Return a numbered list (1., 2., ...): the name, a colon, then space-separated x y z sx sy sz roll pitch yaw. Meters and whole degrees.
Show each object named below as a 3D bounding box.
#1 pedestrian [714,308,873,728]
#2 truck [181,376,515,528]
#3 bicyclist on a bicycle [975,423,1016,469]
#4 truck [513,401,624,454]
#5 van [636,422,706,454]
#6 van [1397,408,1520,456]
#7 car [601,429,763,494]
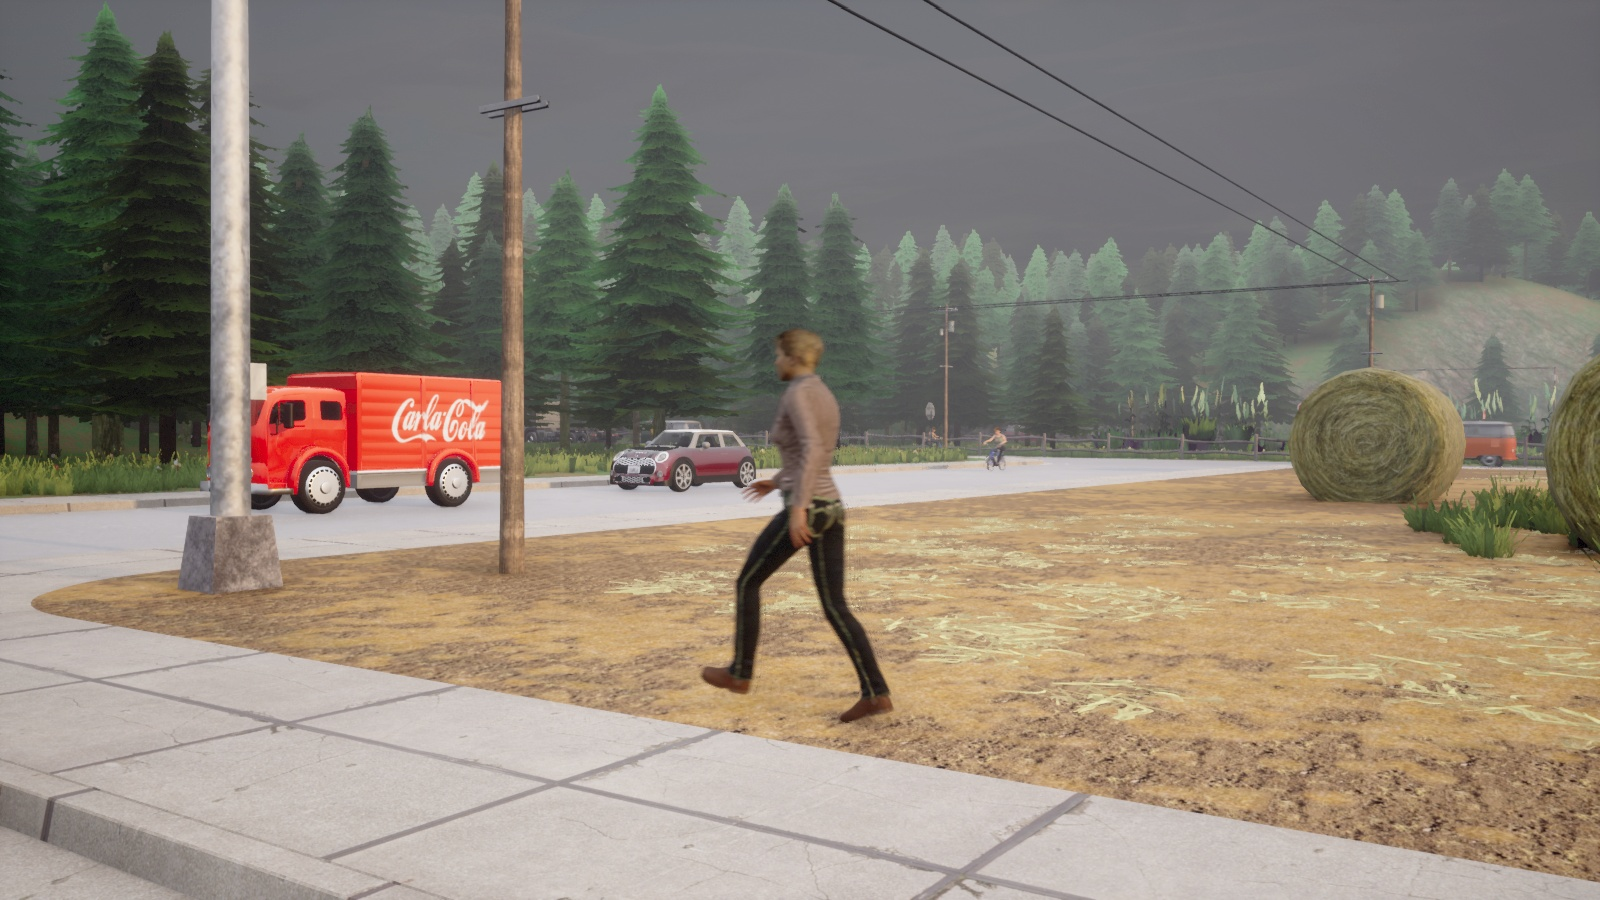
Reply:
1. pedestrian: -0.032 0.298 5.824 0.634 1.846 0.331 0 1 32
2. truck: -8.142 -0.019 23.156 2.627 2.467 5.204 0 1 35
3. bicyclist on a bicycle: 7.039 -0.153 45.156 0.866 1.612 1.509 0 1 34
4. truck: -16.091 -1.525 87.022 7.936 3.462 2.891 0 1 36
5. van: -8.396 -0.790 81.489 4.442 1.987 1.775 0 1 36
6. van: 28.261 -0.778 53.944 4.442 1.987 1.775 0 1 37
7. car: -2.829 0.238 30.845 1.970 1.475 3.806 0 1 35
